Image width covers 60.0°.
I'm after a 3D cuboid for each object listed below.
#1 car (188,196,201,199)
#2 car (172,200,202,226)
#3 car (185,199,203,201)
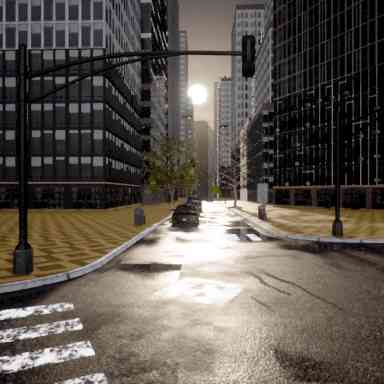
[{"bbox_3d":[0.311,1.554,46.281,2.150,2.045,5.566,0,0,2],"label":"car"},{"bbox_3d":[-0.433,1.653,25.415,1.882,1.535,5.008,0,0,2],"label":"car"},{"bbox_3d":[-0.068,1.777,35.628,1.812,1.442,4.674,0,0,2],"label":"car"}]
